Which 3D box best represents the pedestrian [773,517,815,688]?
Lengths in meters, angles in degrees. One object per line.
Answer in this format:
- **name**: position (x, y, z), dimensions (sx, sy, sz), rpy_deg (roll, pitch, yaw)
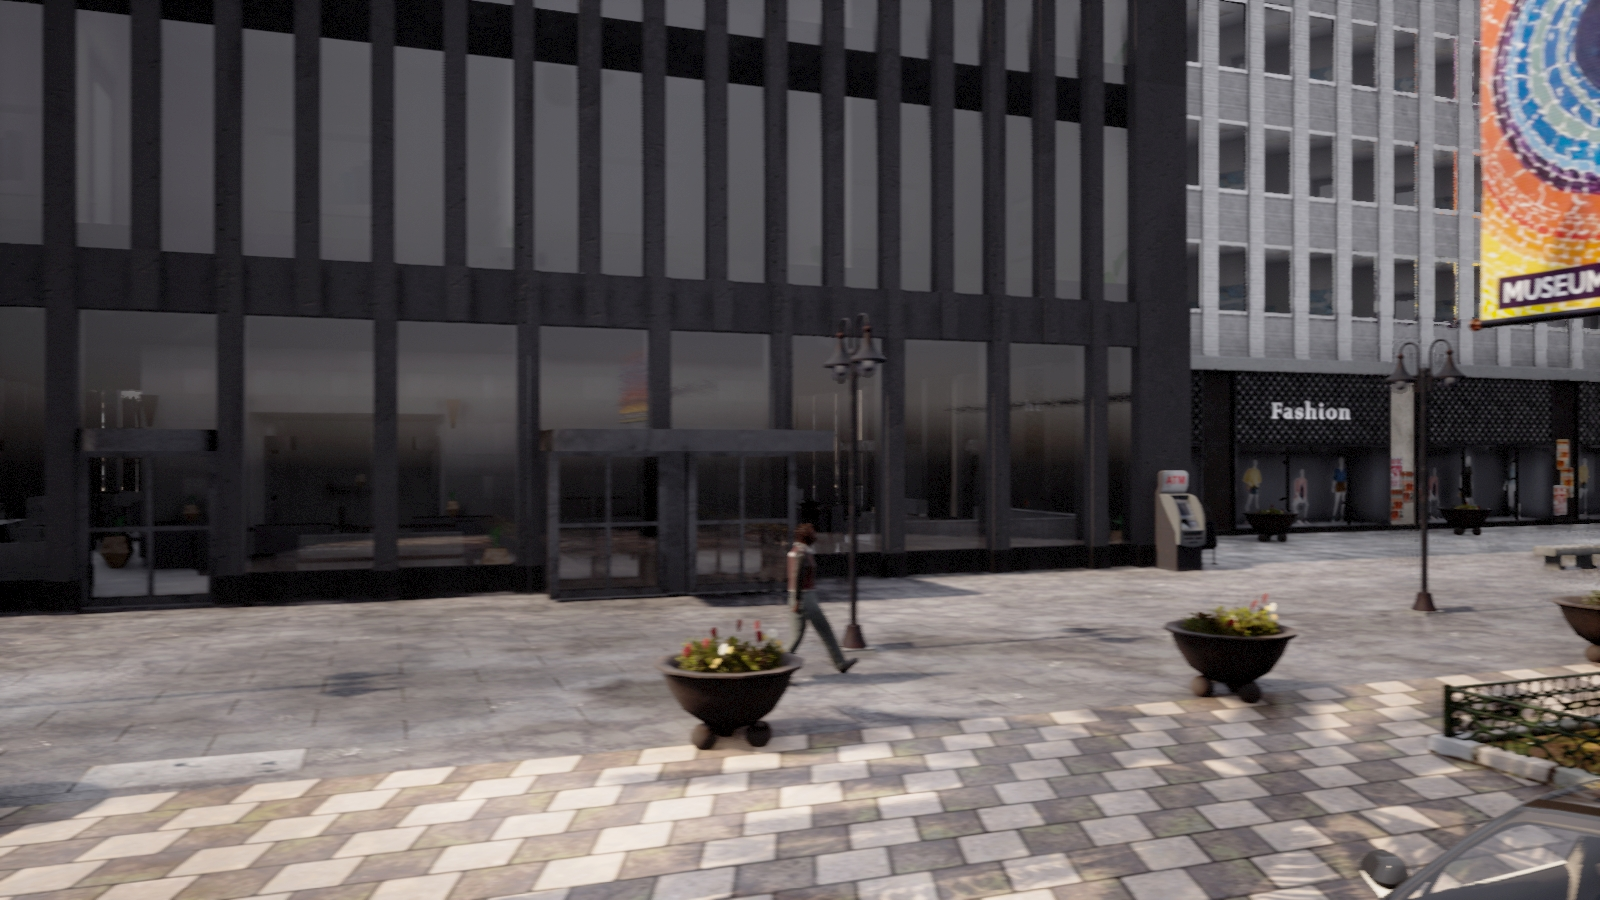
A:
- **pedestrian**: position (-0.066, 1.704, 12.897), dimensions (0.375, 1.860, 0.375), rpy_deg (0, 0, -18)
